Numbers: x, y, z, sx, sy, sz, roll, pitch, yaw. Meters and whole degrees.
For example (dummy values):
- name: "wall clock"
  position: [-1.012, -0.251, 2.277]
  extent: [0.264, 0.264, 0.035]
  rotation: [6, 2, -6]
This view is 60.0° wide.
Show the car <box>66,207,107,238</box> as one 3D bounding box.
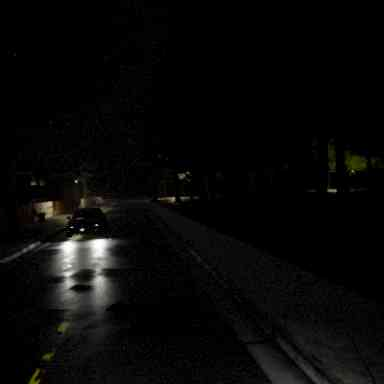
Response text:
- name: "car"
  position: [-6.000, 1.691, 19.291]
  extent: [1.837, 1.490, 4.892]
  rotation: [-3, 0, -10]
